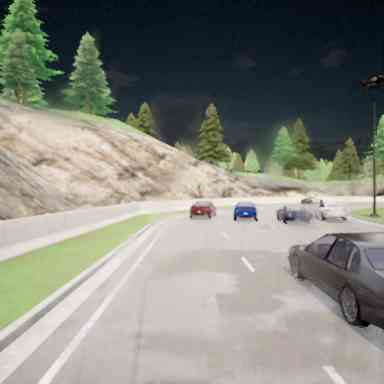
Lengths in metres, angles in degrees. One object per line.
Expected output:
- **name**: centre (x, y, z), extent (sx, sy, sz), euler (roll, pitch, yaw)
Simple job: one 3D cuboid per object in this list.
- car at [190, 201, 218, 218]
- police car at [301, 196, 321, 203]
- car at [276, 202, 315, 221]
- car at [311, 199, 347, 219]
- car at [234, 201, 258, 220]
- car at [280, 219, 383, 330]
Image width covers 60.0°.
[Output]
- **car**: centre (1.138, 1.537, 30.667), extent (1.882, 1.535, 5.008), euler (0, 0, 13)
- **police car**: centre (22.281, 1.616, 61.301), extent (4.974, 1.542, 2.038), euler (0, 0, -35)
- **car**: centre (7.585, 1.648, 25.181), extent (1.895, 1.301, 4.718), euler (0, 0, 6)
- **car**: centre (11.563, 1.578, 27.814), extent (1.812, 1.442, 4.674), euler (0, 0, 11)
- **car**: centre (4.591, 1.531, 28.378), extent (1.882, 1.535, 5.008), euler (0, 0, 10)
- **car**: centre (3.566, 1.561, 6.977), extent (2.033, 1.411, 5.357), euler (0, 0, 0)
